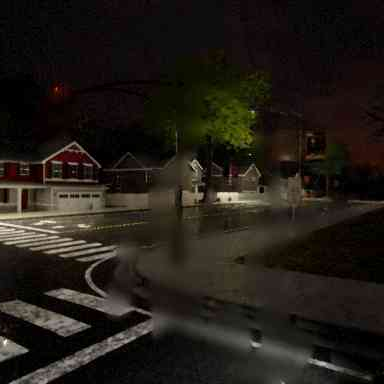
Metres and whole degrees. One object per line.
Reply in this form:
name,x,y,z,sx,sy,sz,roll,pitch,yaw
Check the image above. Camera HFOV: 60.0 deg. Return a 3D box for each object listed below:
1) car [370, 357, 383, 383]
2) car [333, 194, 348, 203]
car,3.361,1.506,1.283,4.892,1.490,1.837,0,0,35
car,28.010,1.204,62.723,2.128,1.511,4.902,1,0,36
